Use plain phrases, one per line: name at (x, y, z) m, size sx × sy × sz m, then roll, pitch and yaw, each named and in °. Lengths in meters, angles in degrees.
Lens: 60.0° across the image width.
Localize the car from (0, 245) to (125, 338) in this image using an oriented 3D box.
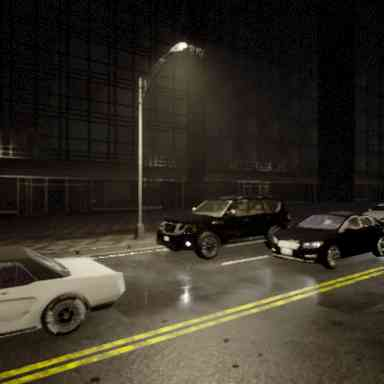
car at (-3.577, 1.602, 5.117) m, size 4.718 × 1.301 × 1.895 m, roll 0°, pitch 0°, yaw -35°

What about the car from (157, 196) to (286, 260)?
car at (1.407, 1.179, 12.653) m, size 5.566 × 2.045 × 2.150 m, roll 0°, pitch 0°, yaw -35°

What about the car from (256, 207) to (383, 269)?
car at (4.719, 1.440, 11.020) m, size 4.902 × 1.511 × 2.128 m, roll 0°, pitch 0°, yaw -36°

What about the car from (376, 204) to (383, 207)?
car at (11.978, 1.421, 20.118) m, size 4.674 × 1.442 × 1.812 m, roll 0°, pitch 0°, yaw -35°
